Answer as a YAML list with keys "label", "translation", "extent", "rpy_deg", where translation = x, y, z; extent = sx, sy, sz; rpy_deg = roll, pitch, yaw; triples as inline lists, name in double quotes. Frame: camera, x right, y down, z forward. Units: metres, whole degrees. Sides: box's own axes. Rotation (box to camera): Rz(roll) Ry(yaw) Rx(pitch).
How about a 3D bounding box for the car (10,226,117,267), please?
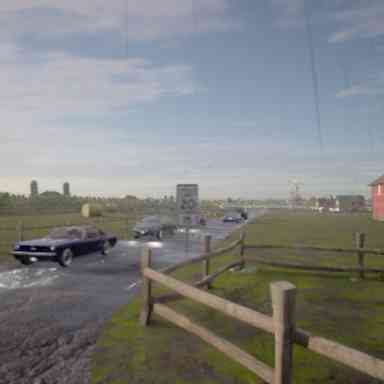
- label: "car"
  translation: [-4.911, 2.079, 13.490]
  extent: [1.895, 1.301, 4.718]
  rpy_deg: [0, -2, 14]

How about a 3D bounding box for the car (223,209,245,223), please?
- label: "car"
  translation: [5.233, 3.289, 42.836]
  extent: [1.994, 1.385, 4.181]
  rpy_deg: [0, -2, 15]

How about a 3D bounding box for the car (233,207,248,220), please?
- label: "car"
  translation: [7.566, 3.358, 52.568]
  extent: [2.150, 2.045, 5.566]
  rpy_deg: [0, -2, 14]

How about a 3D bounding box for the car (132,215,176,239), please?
- label: "car"
  translation: [-2.533, 2.392, 23.220]
  extent: [1.837, 1.490, 4.892]
  rpy_deg: [0, -2, 14]

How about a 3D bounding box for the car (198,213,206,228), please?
- label: "car"
  translation: [0.192, 2.903, 34.349]
  extent: [2.033, 1.411, 5.357]
  rpy_deg: [0, -2, 14]
